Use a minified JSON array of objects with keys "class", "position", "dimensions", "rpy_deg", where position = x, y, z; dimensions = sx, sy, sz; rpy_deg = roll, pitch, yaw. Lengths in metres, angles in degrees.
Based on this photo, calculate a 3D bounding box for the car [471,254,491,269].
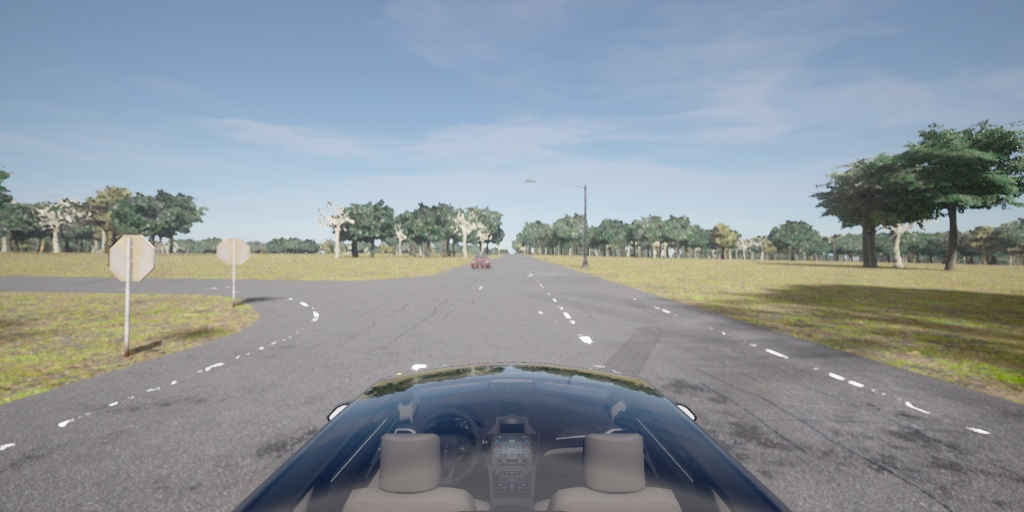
[{"class":"car","position":[-3.558,0.583,41.754],"dimensions":[2.097,1.767,4.553],"rpy_deg":[0,1,0]}]
